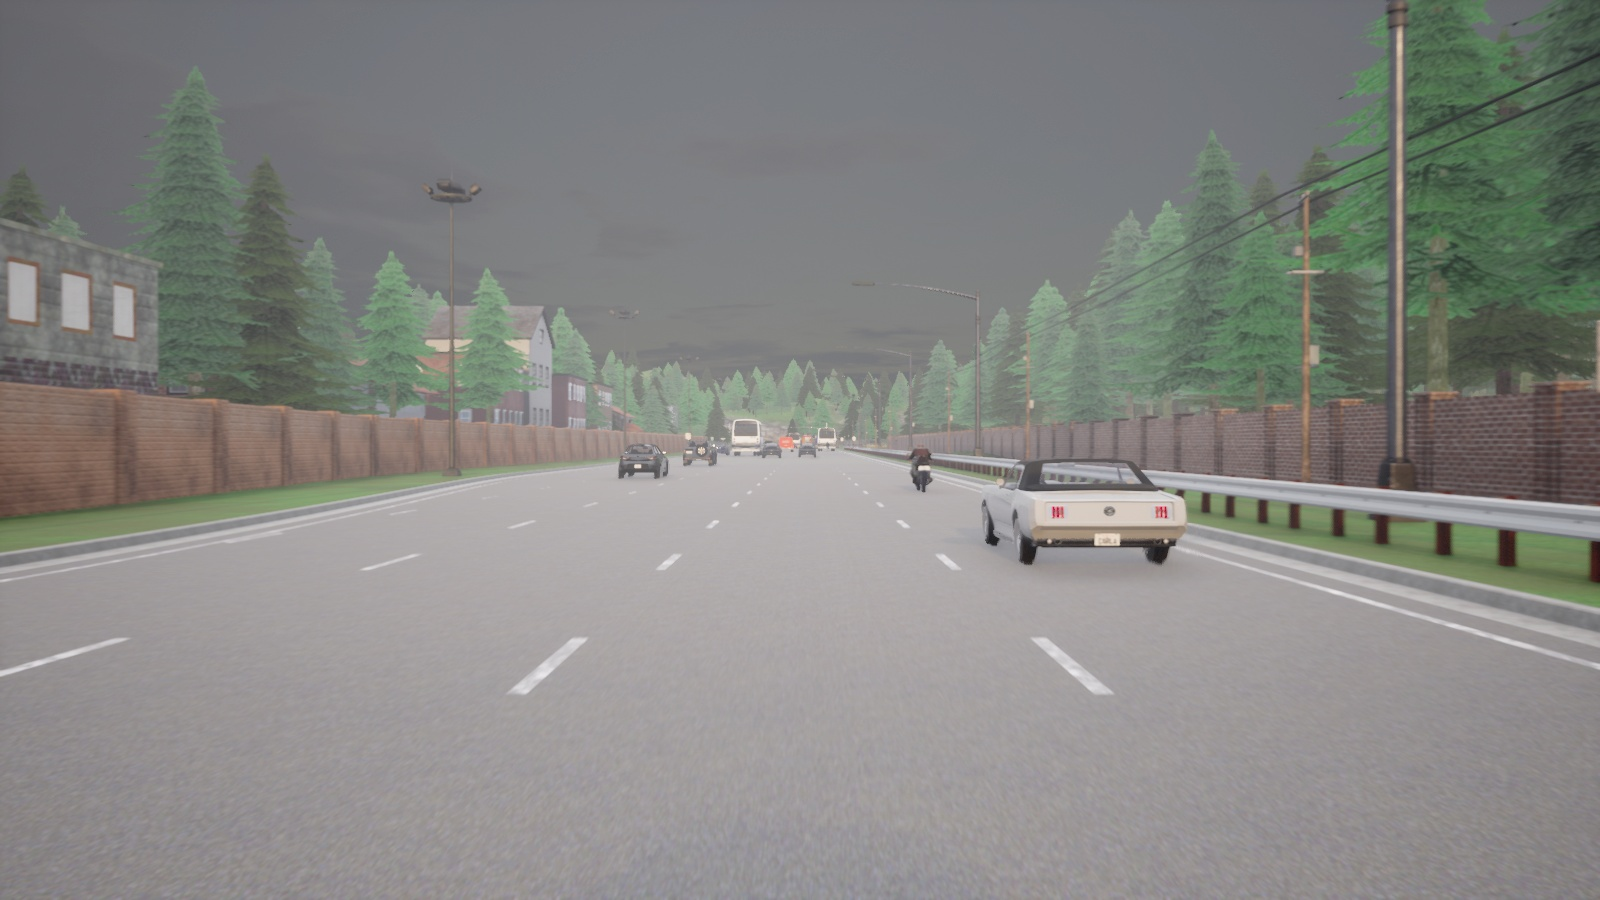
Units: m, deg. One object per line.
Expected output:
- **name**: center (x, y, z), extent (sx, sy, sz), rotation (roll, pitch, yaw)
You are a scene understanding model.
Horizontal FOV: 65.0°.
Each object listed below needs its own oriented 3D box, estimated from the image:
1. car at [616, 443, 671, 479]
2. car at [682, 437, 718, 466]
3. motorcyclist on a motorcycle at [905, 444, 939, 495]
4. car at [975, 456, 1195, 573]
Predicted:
- **car**: center (-6.679, 0.454, 53.914), extent (1.816, 1.474, 4.193), rotation (0, 0, 0)
- **car**: center (-6.518, 0.100, 82.157), extent (1.932, 1.855, 4.605), rotation (0, 0, 0)
- **motorcyclist on a motorcycle**: center (3.734, 0.570, 38.566), extent (0.866, 1.530, 2.191), rotation (0, 0, 0)
- **car**: center (3.611, 0.756, 16.835), extent (1.895, 1.301, 4.718), rotation (0, 0, 0)
